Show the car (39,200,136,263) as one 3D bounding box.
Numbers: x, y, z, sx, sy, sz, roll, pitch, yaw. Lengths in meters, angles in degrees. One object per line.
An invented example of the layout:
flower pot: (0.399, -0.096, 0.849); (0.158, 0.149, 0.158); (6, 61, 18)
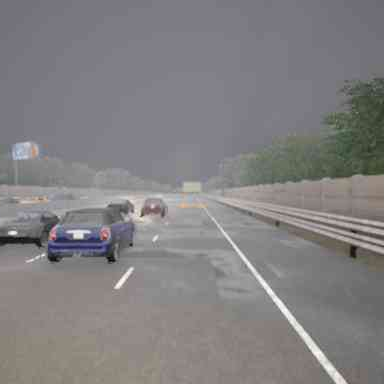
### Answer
car: (-3.401, 1.333, 12.092); (2.097, 1.767, 4.553); (0, 0, 0)

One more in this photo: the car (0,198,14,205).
car: (-24.578, 1.521, 44.120); (2.033, 1.411, 5.357); (0, 0, 0)

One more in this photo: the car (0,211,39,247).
car: (-6.902, 1.542, 14.819); (1.994, 1.385, 4.181); (0, 0, 0)

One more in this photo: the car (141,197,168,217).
car: (-3.404, 1.321, 30.805); (2.097, 1.767, 4.553); (0, 0, 0)

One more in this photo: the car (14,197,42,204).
car: (-21.080, 1.451, 44.320); (1.882, 1.535, 5.008); (0, 0, 0)

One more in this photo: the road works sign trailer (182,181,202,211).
road works sign trailer: (-0.006, 0.435, 40.122); (2.380, 3.560, 2.880); (0, 0, 0)

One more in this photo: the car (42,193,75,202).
car: (-17.579, 1.198, 44.947); (2.150, 2.045, 5.566); (0, 0, 0)
